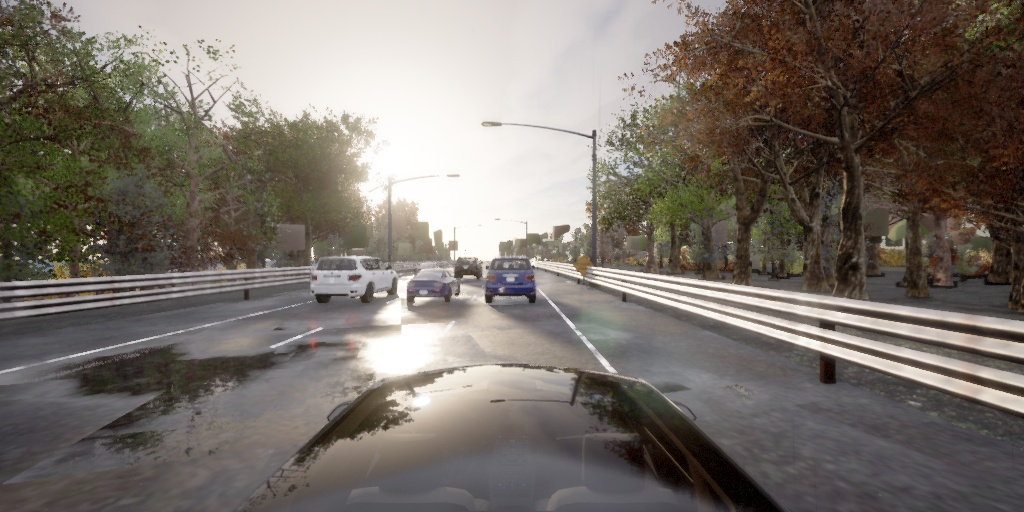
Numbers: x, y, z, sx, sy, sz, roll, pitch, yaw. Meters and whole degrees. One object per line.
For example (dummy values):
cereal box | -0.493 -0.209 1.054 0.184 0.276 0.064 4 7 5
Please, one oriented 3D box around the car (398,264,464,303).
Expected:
car | -3.576 1.296 16.719 1.812 1.442 4.674 0 0 -1

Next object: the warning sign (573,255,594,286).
warning sign | 4.413 0.887 22.022 1.300 1.860 1.060 0 0 -1

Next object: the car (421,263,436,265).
car | -7.299 1.325 31.701 1.812 1.442 4.674 0 0 -1

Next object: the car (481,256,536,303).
car | -0.077 1.021 16.785 2.150 2.045 5.566 0 0 -1

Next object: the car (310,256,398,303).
car | -7.076 1.020 16.716 2.150 2.045 5.566 0 0 -1

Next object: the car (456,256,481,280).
car | -3.801 1.051 31.802 2.150 2.045 5.566 0 0 -1
